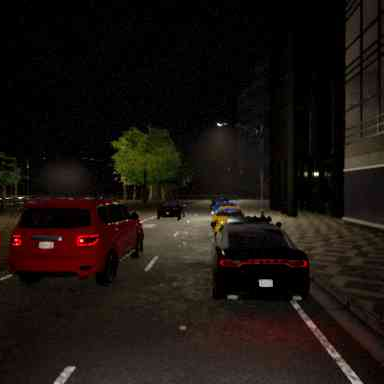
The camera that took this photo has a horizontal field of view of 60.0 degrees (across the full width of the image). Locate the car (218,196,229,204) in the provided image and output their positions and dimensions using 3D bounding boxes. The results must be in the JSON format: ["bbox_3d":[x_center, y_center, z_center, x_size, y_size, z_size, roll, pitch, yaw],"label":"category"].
[{"bbox_3d":[5.961,1.500,62.628,1.837,1.490,4.892,0,0,9],"label":"car"}]

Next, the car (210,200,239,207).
[{"bbox_3d":[2.027,1.443,18.435,1.801,1.575,5.366,0,0,4],"label":"car"}]

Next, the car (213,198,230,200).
[{"bbox_3d":[2.455,1.465,24.154,1.882,1.535,5.008,0,0,5],"label":"car"}]

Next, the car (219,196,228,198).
[{"bbox_3d":[3.471,1.535,44.520,2.033,1.411,5.357,0,0,8],"label":"car"}]

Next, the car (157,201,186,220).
[{"bbox_3d":[-1.654,1.460,27.975,1.882,1.535,5.008,0,0,5],"label":"car"}]

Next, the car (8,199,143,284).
[{"bbox_3d":[-2.928,1.210,9.681,2.150,2.045,5.566,0,0,3],"label":"car"}]

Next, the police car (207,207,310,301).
[{"bbox_3d":[1.440,1.418,8.498,1.930,1.638,5.238,0,0,3],"label":"police car"}]
